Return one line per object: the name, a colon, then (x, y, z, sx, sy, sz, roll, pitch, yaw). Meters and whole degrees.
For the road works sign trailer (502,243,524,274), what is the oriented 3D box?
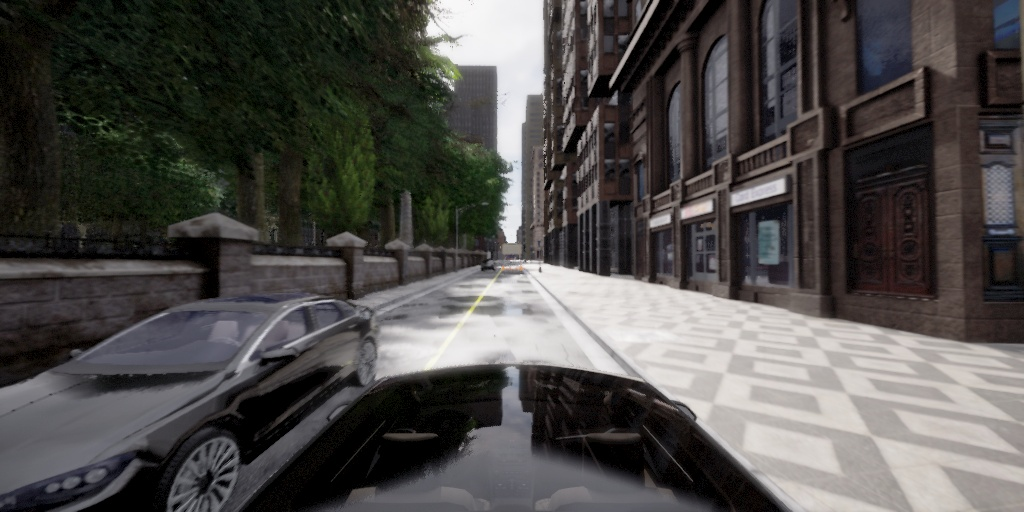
road works sign trailer: (-0.004, 0.228, 41.672, 2.380, 3.560, 2.880, 0, 0, 0)

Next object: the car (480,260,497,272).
car: (-3.079, 1.277, 46.909, 1.837, 1.490, 4.892, 0, -1, 0)

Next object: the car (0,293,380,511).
car: (-3.100, 1.242, 4.063, 2.128, 1.511, 4.902, 0, 0, 0)
